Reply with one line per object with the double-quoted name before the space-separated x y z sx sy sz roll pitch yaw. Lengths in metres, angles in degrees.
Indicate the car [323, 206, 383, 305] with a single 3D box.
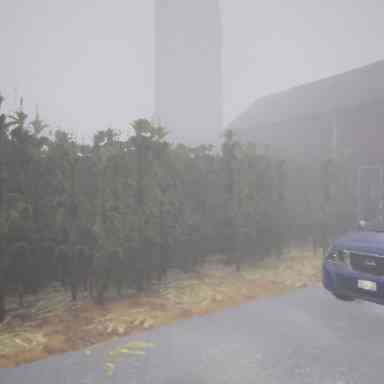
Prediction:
"car" 5.202 1.212 7.232 5.566 2.045 2.150 0 0 -36
